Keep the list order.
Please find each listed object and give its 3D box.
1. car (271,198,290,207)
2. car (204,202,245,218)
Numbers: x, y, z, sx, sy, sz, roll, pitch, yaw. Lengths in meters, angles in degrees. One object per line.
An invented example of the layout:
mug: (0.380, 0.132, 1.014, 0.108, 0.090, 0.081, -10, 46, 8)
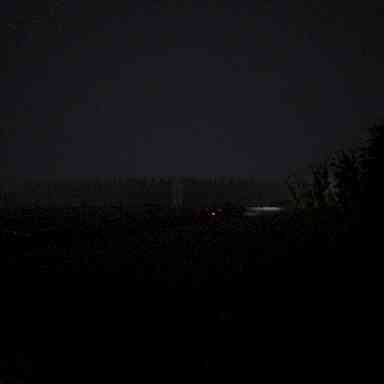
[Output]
car: (13.576, 1.582, 50.353, 1.895, 1.301, 4.718, 2, 1, 34)
car: (3.087, 1.576, 30.217, 1.895, 1.301, 4.718, 2, 1, 34)
